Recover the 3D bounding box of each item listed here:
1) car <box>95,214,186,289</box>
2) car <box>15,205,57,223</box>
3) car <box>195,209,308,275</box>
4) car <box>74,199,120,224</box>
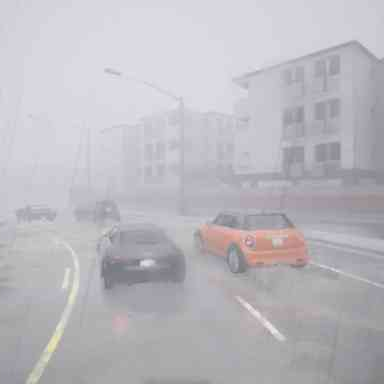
[{"bbox_3d":[-1.569,1.552,9.320,1.994,1.385,4.181,0,0,-17],"label":"car"},{"bbox_3d":[-12.189,1.630,25.736,1.895,1.301,4.718,-1,0,-41],"label":"car"},{"bbox_3d":[1.616,1.312,10.704,2.097,1.767,4.553,-1,0,-17],"label":"car"},{"bbox_3d":[-7.277,1.343,25.254,2.097,1.767,4.553,-1,0,-40],"label":"car"}]
